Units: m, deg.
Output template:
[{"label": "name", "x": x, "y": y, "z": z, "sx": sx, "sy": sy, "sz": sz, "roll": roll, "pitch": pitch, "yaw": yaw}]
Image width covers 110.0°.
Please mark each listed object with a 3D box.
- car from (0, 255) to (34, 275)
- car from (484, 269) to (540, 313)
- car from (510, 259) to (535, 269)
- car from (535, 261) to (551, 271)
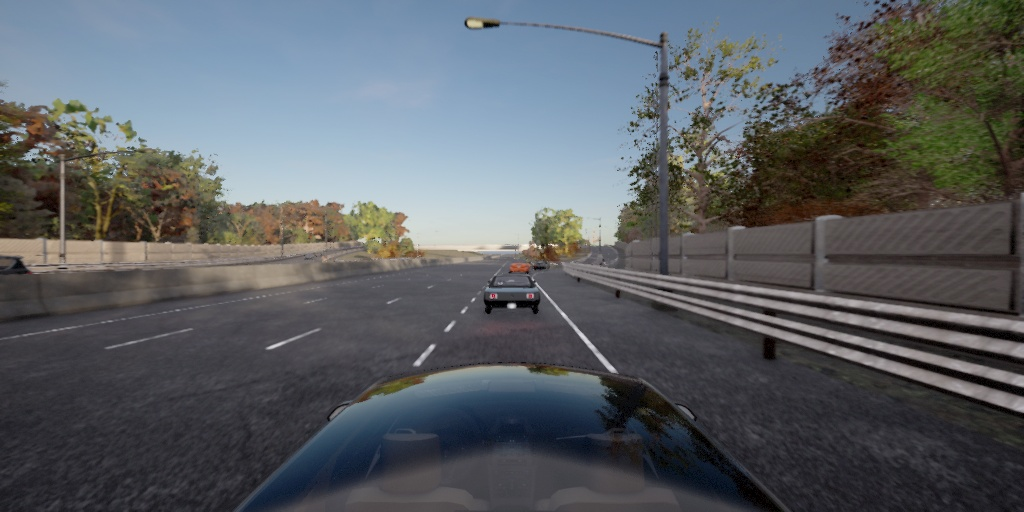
[{"label": "car", "x": -21.092, "y": 0.965, "z": 12.650, "sx": 2.150, "sy": 2.045, "sz": 5.566, "roll": 0, "pitch": 0, "yaw": 0}, {"label": "car", "x": -0.002, "y": 1.347, "z": 14.002, "sx": 1.895, "sy": 1.301, "sz": 4.718, "roll": 0, "pitch": 0, "yaw": 0}, {"label": "car", "x": 1.046, "y": 1.094, "z": 40.480, "sx": 2.097, "sy": 1.767, "sz": 4.553, "roll": 0, "pitch": 0, "yaw": 8}, {"label": "car", "x": 4.820, "y": 1.544, "z": 56.105, "sx": 1.837, "sy": 1.490, "sz": 4.892, "roll": -1, "pitch": -1, "yaw": 19}]
